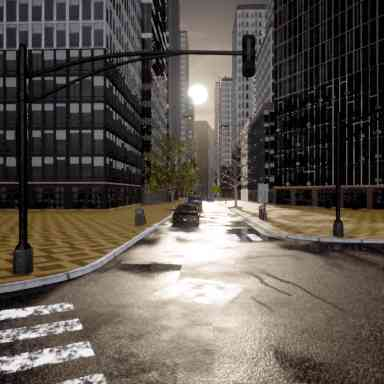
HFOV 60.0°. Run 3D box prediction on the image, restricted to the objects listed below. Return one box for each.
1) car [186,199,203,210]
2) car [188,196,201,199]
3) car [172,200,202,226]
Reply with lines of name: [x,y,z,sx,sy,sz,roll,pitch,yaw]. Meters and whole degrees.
car: [-0.011,1.777,35.613,1.812,1.442,4.674,0,0,2]
car: [0.389,1.554,46.265,2.150,2.045,5.566,0,0,2]
car: [-0.397,1.654,25.400,1.882,1.535,5.008,0,0,2]
